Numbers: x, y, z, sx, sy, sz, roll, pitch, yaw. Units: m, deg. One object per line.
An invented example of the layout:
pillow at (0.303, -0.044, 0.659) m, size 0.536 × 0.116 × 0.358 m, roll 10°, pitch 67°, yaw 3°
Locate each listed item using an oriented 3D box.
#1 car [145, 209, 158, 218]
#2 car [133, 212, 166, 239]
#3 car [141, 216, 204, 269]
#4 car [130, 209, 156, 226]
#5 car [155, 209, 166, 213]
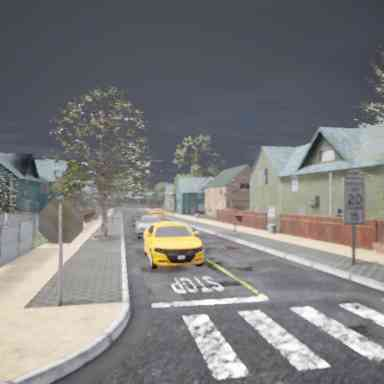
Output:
car at (-6.902, 3.545, 56.086) m, size 1.895 × 1.301 × 4.718 m, roll 0°, pitch -2°, yaw -12°
car at (-2.919, 2.356, 23.119) m, size 1.812 × 1.442 × 4.674 m, roll 0°, pitch -2°, yaw -12°
car at (-0.863, 1.978, 13.451) m, size 1.882 × 1.535 × 5.008 m, roll 0°, pitch -2°, yaw -12°
car at (-5.005, 2.673, 32.996) m, size 1.837 × 1.490 × 4.892 m, roll 0°, pitch -2°, yaw -12°
car at (-4.733, 3.071, 45.856) m, size 1.882 × 1.535 × 5.008 m, roll 0°, pitch -2°, yaw -12°
